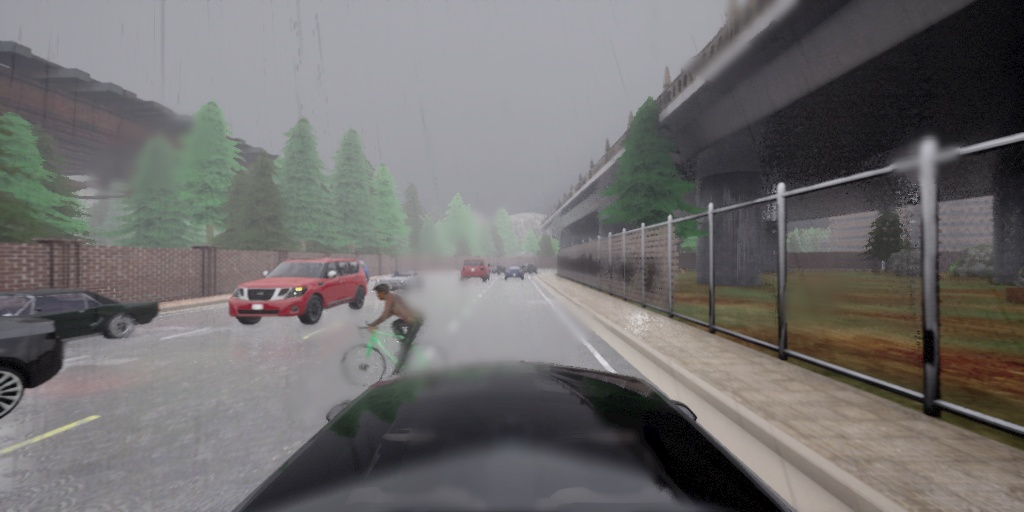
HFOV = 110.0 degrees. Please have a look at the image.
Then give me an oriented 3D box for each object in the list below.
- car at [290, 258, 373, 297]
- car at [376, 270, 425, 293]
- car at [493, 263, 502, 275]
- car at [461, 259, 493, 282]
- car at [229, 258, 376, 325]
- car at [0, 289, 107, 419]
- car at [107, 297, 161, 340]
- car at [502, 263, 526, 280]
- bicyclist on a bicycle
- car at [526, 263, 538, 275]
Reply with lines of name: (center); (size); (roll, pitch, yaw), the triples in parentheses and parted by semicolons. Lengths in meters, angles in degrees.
car: (-10.519, 1.176, 21.578); (2.150, 2.045, 5.566); (0, -1, 0)
car: (-7.011, 1.567, 22.893); (1.895, 1.301, 4.718); (0, -1, 0)
car: (-2.058, 1.711, 47.587); (2.128, 1.511, 4.902); (0, -1, 15)
car: (-3.310, 1.298, 33.339); (2.150, 2.045, 5.566); (0, 0, 1)
car: (-7.066, 1.084, 12.710); (2.150, 2.045, 5.566); (0, -1, 0)
car: (-7.104, 1.253, 2.850); (2.128, 1.511, 4.902); (0, -1, 0)
car: (-10.584, 1.410, 7.557); (1.895, 1.301, 4.718); (0, -1, 0)
car: (0.235, 1.628, 36.106); (1.812, 1.442, 4.674); (0, 0, 0)
bicyclist on a bicycle: (-1.837, 1.243, 5.588); (1.656, 1.620, 0.582); (-2, -1, 0)
car: (2.177, 1.742, 49.307); (1.837, 1.490, 4.892); (0, -1, 19)
